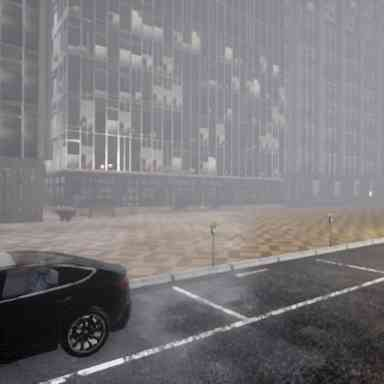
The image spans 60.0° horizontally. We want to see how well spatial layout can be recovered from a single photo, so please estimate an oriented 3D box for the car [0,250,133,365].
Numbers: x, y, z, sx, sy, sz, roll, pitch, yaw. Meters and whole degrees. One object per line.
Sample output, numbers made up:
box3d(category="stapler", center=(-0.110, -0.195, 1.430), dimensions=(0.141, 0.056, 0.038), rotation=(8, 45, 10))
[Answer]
box3d(category="car", center=(-2.927, 1.566, 4.465), dimensions=(4.313, 1.339, 1.947), rotation=(0, 1, -35))
